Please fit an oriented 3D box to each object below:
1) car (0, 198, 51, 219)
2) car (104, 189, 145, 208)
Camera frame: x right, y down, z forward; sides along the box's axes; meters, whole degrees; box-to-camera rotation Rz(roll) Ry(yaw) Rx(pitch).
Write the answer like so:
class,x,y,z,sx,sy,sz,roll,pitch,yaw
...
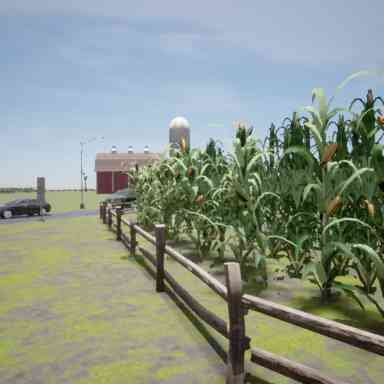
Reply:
class,x,y,z,sx,sy,sz,roll,pitch,yaw
car,-13.675,1.264,26.446,1.837,1.490,4.892,-1,1,32
car,-7.440,0.765,37.078,2.150,2.045,5.566,-1,1,29
